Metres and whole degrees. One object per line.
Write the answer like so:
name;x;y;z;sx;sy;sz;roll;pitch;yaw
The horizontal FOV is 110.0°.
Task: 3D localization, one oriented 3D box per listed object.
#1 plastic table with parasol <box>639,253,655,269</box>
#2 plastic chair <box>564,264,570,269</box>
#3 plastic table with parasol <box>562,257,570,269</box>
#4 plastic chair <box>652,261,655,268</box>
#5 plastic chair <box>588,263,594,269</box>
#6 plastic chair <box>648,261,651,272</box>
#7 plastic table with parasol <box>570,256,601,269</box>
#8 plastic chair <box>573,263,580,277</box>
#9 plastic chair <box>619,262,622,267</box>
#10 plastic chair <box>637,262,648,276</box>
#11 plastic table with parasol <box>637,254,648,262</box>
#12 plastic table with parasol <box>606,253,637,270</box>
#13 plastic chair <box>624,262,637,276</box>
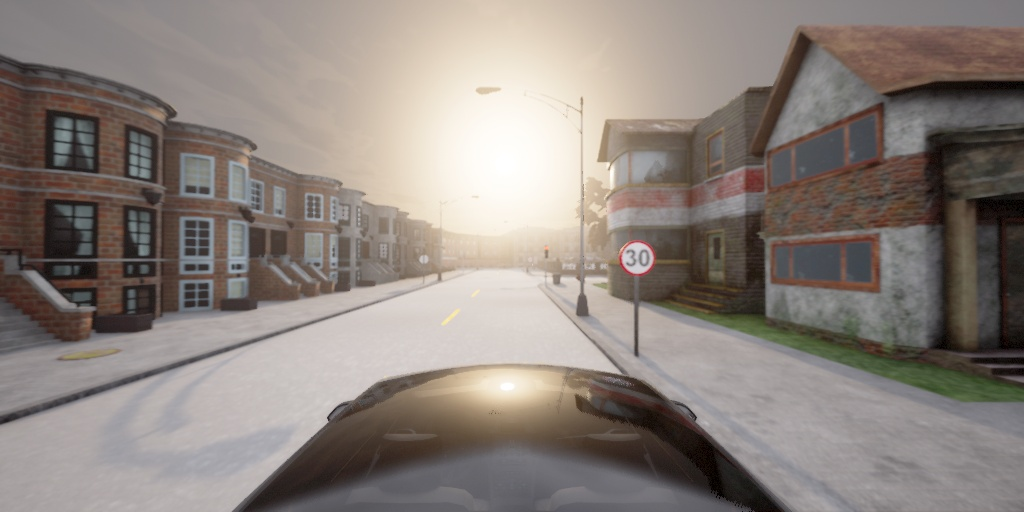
plastic table with parasol;22.042;1.236;57.266;2.482;2.480;2.482;0;0;-39
plastic chair;8.583;1.866;52.749;0.730;1.272;0.750;0;0;-40
plastic table with parasol;9.614;1.273;53.494;2.482;2.480;2.482;0;0;-40
plastic chair;22.886;1.892;56.273;0.750;1.272;0.730;0;0;-34
plastic chair;10.958;1.852;48.031;0.750;1.272;0.730;0;0;-35
plastic chair;21.034;1.902;56.515;0.730;1.272;0.750;0;0;-41
plastic table with parasol;10.056;1.259;49.004;2.482;2.480;2.482;0;0;-40
plastic chair;9.025;1.854;48.259;0.730;1.272;0.750;0;0;-40
plastic chair;14.255;1.847;49.262;0.730;1.272;0.750;0;0;-40
plastic chair;19.138;1.873;53.043;0.750;1.272;0.730;0;0;-35
plastic table with parasol;18.250;1.252;53.995;2.482;2.480;2.482;0;0;-42
plastic table with parasol;15.286;1.239;50.007;2.482;2.480;2.482;0;0;-40
plastic chair;16.188;1.833;49.034;0.750;1.272;0.730;0;0;-35
